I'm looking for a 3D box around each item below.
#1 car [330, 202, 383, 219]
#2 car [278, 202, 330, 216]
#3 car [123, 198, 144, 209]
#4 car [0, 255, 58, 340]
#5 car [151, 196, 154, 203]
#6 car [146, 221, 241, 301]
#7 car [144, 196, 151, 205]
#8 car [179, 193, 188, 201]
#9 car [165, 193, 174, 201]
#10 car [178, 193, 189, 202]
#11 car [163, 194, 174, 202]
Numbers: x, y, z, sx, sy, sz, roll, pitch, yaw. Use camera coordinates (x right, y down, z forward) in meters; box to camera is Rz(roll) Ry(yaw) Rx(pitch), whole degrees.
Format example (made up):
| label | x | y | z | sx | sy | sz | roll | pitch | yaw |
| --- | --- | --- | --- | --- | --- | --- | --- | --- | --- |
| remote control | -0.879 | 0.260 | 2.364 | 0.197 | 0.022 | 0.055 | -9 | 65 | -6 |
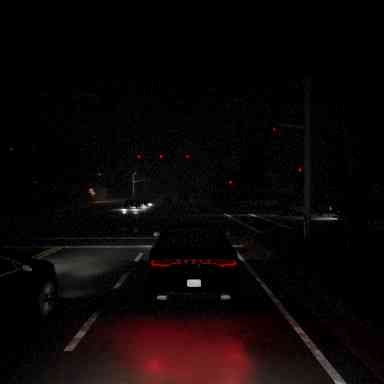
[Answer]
| label | x | y | z | sx | sy | sz | roll | pitch | yaw |
| --- | --- | --- | --- | --- | --- | --- | --- | --- | --- |
| car | 14.759 | 1.564 | 29.002 | 4.181 | 1.385 | 1.994 | 0 | 0 | -2 |
| car | 10.863 | 1.601 | 32.391 | 4.718 | 1.301 | 1.895 | 0 | 0 | -2 |
| car | -8.270 | 1.525 | 46.032 | 1.812 | 1.442 | 4.674 | 0 | 0 | -1 |
| car | -3.468 | 1.492 | 4.428 | 2.128 | 1.511 | 4.902 | 0 | 0 | 0 |
| car | -8.744 | 1.491 | 66.767 | 2.128 | 1.511 | 4.902 | 0 | 0 | -1 |
| car | 0.000 | 1.478 | 8.420 | 1.882 | 1.535 | 5.008 | 0 | 0 | -1 |
| car | -8.533 | 1.601 | 56.341 | 1.895 | 1.301 | 4.718 | 0 | 0 | -1 |
| car | -2.190 | 1.225 | 85.017 | 2.150 | 2.045 | 5.566 | 0 | 0 | -1 |
| car | -5.695 | 1.269 | 85.188 | 2.097 | 1.767 | 4.553 | 0 | 0 | -1 |
| car | -1.871 | 1.225 | 73.045 | 2.150 | 2.045 | 5.566 | 0 | 0 | -1 |
| car | -5.422 | 1.533 | 74.583 | 2.033 | 1.411 | 5.357 | 0 | 0 | -1 |
